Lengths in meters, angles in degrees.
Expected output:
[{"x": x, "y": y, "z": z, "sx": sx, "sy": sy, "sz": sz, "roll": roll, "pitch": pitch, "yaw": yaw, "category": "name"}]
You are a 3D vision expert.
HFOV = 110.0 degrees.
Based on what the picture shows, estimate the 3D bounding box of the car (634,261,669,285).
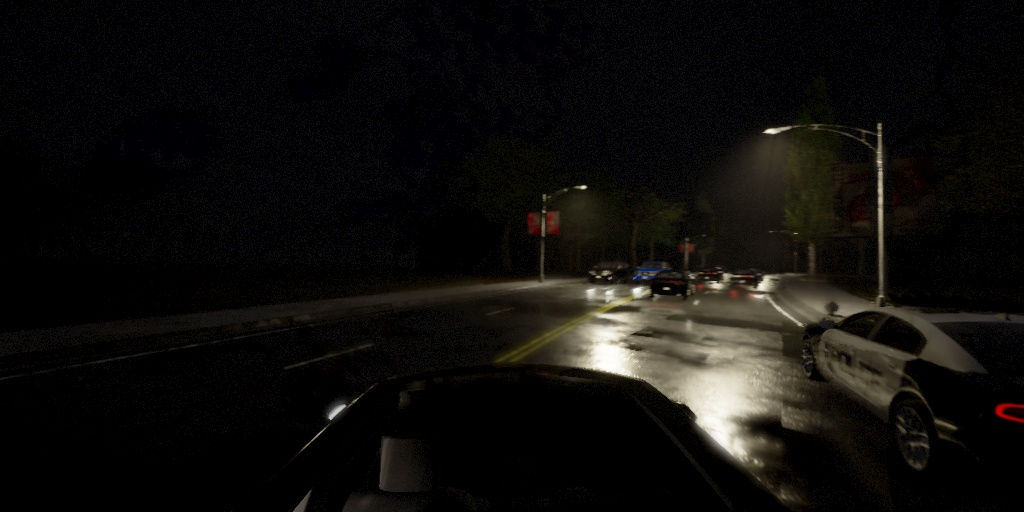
[{"x": 12.586, "y": 1.486, "z": 31.819, "sx": 2.150, "sy": 2.045, "sz": 5.566, "roll": 0, "pitch": -1, "yaw": 36, "category": "car"}]

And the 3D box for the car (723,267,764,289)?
[{"x": 18.864, "y": 1.787, "z": 29.052, "sx": 2.128, "sy": 1.511, "sz": 4.902, "roll": 0, "pitch": -1, "yaw": 37, "category": "car"}]

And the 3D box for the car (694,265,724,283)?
[{"x": 19.839, "y": 1.886, "z": 35.702, "sx": 2.128, "sy": 1.511, "sz": 4.902, "roll": 0, "pitch": -1, "yaw": 37, "category": "car"}]

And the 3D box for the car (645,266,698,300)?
[{"x": 9.286, "y": 1.570, "z": 20.664, "sx": 1.882, "sy": 1.535, "sz": 5.008, "roll": 0, "pitch": -1, "yaw": 32, "category": "car"}]

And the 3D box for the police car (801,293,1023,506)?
[{"x": 5.338, "y": 1.303, "z": 4.480, "sx": 1.930, "sy": 1.638, "sz": 5.238, "roll": 1, "pitch": -1, "yaw": 24, "category": "police car"}]

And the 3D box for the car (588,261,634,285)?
[{"x": 8.792, "y": 1.446, "z": 32.099, "sx": 2.150, "sy": 2.045, "sz": 5.566, "roll": 0, "pitch": -1, "yaw": 35, "category": "car"}]
